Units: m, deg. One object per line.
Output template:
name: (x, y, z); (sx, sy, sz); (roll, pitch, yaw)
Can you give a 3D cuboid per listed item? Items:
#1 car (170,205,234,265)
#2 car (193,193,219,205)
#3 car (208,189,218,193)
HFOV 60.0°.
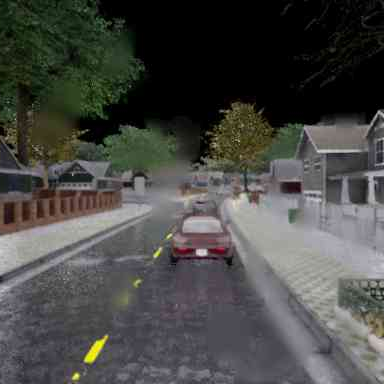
car: (0.325, 1.377, 11.019); (1.812, 1.442, 4.674); (0, 1, 2)
car: (1.125, 1.114, 27.094); (2.128, 1.511, 4.902); (0, 1, 4)
car: (4.990, 0.154, 78.795); (1.837, 1.490, 4.892); (0, 1, 10)
